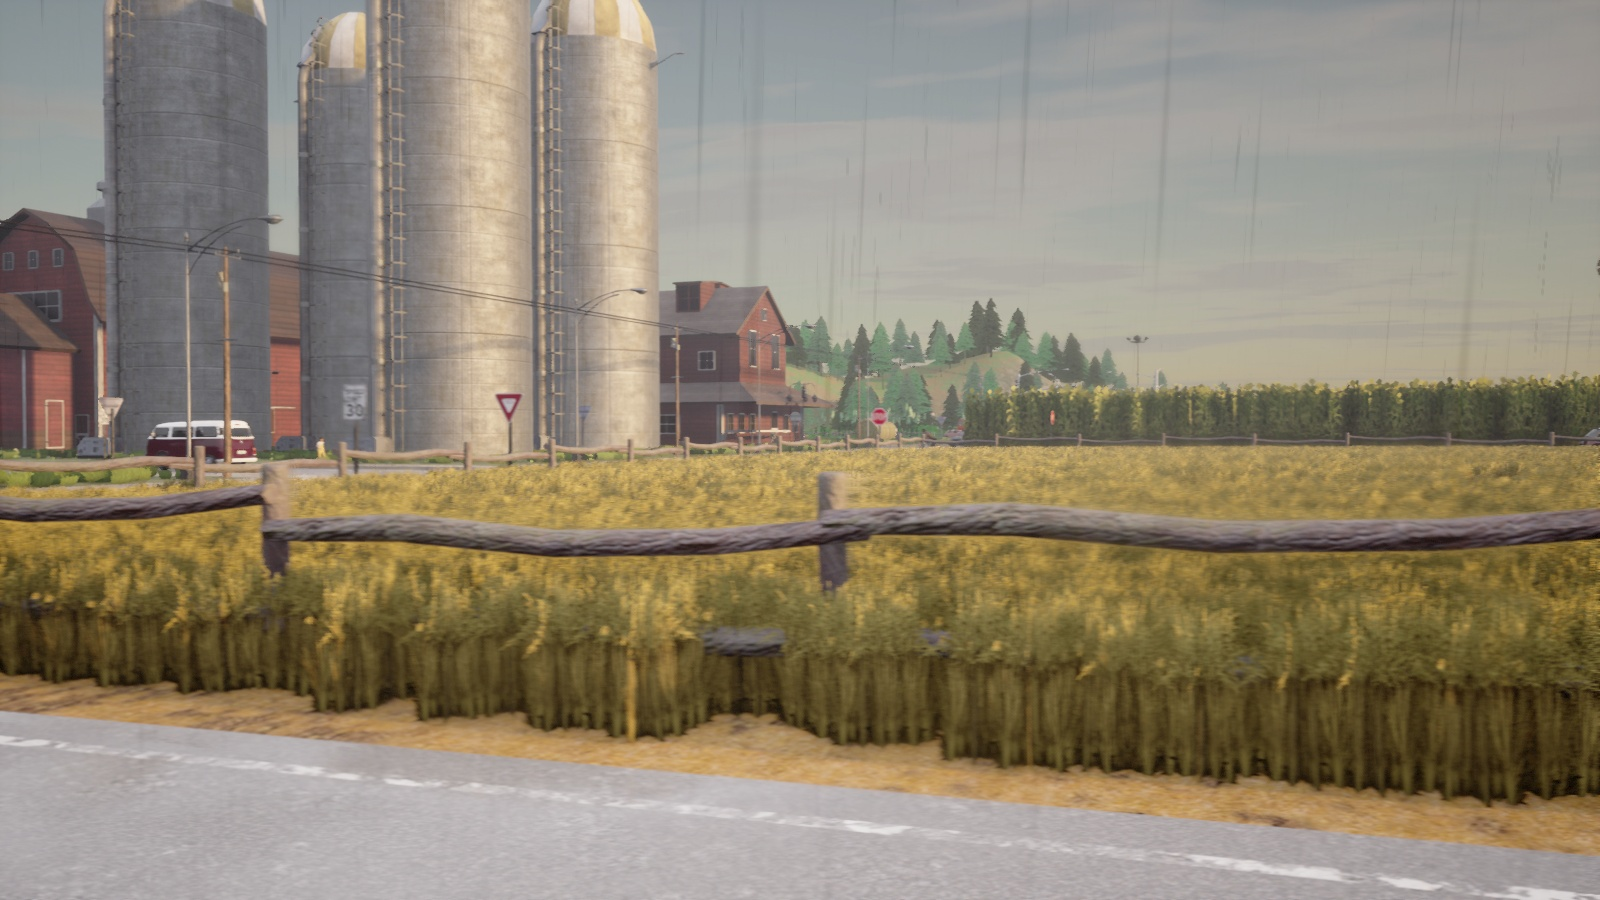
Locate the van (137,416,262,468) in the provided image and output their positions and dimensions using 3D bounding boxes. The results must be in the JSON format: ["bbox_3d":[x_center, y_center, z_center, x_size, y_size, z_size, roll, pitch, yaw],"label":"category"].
[{"bbox_3d":[-24.492,-0.362,51.212,4.480,2.038,2.069,1,1,21],"label":"van"}]

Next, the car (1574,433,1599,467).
[{"bbox_3d":[36.144,-0.023,54.714,3.806,1.475,1.970,0,1,22],"label":"car"}]
